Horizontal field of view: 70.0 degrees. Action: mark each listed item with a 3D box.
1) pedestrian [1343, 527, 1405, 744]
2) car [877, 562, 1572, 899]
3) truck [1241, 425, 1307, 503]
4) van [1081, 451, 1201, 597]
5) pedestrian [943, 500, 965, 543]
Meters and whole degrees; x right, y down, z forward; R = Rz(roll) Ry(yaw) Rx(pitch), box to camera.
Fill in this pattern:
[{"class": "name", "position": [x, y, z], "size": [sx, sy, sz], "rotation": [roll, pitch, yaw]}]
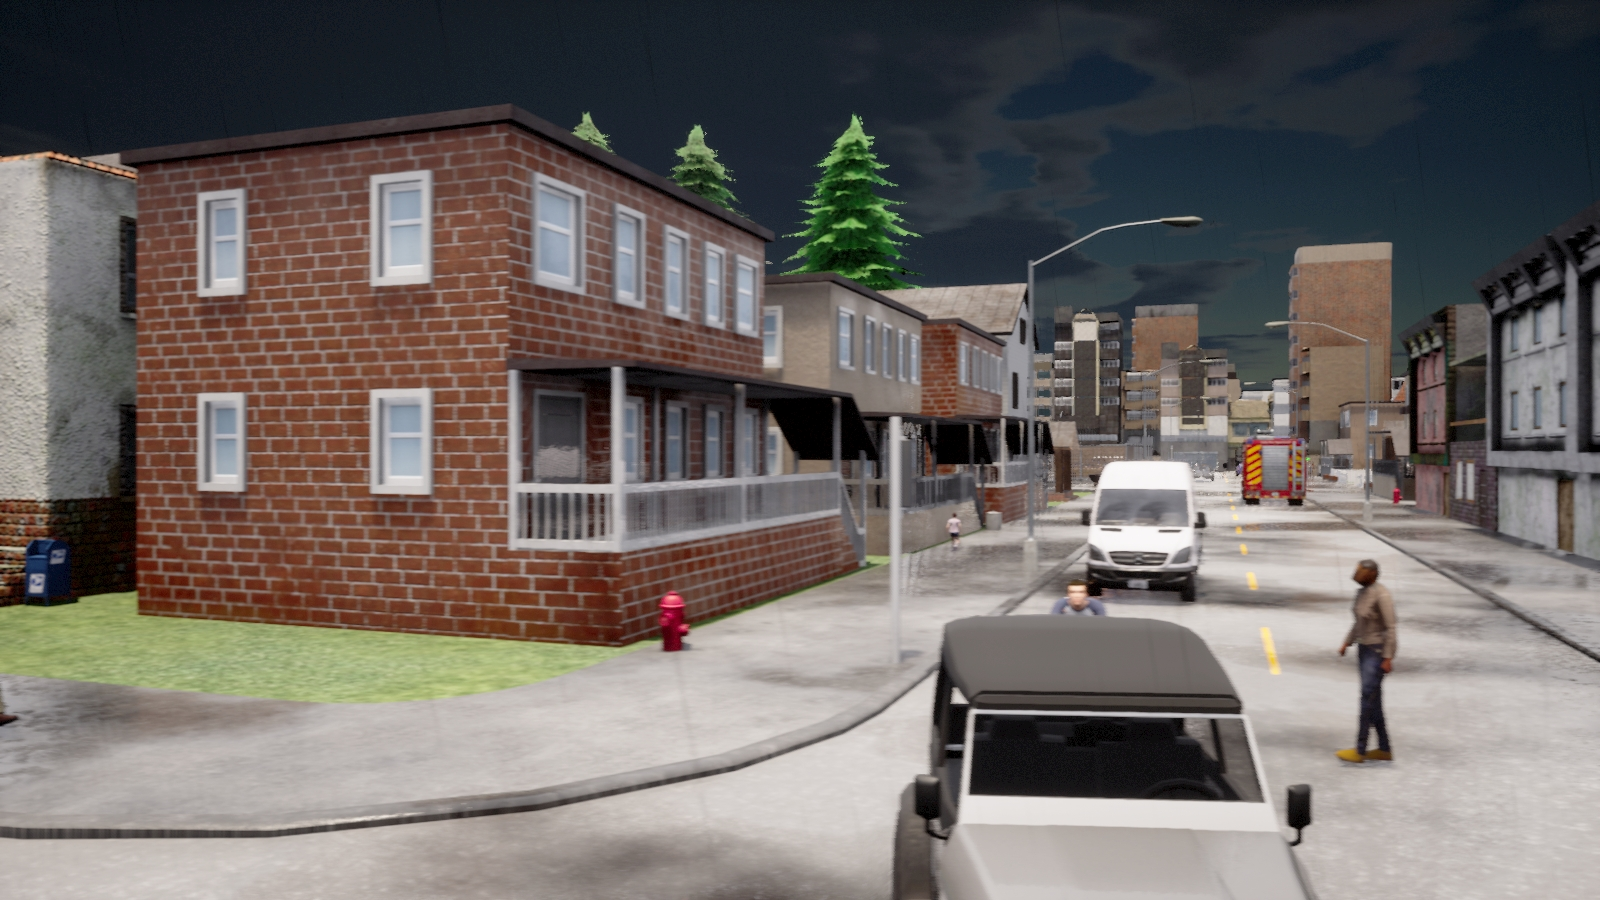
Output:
[{"class": "pedestrian", "position": [5.094, 1.628, 10.147], "size": [0.375, 1.860, 0.375], "rotation": [0, 0, 4]}, {"class": "car", "position": [1.357, 1.637, 5.157], "size": [1.905, 1.878, 3.866], "rotation": [0, 0, 5]}, {"class": "truck", "position": [25.058, 0.670, 60.658], "size": [2.891, 3.827, 8.468], "rotation": [0, 0, 20]}, {"class": "van", "position": [7.092, 1.314, 23.303], "size": [1.988, 2.561, 5.915], "rotation": [0, 0, 20]}, {"class": "pedestrian", "position": [4.106, 1.904, 30.396], "size": [0.500, 1.100, 0.500], "rotation": [0, 0, 19]}]
